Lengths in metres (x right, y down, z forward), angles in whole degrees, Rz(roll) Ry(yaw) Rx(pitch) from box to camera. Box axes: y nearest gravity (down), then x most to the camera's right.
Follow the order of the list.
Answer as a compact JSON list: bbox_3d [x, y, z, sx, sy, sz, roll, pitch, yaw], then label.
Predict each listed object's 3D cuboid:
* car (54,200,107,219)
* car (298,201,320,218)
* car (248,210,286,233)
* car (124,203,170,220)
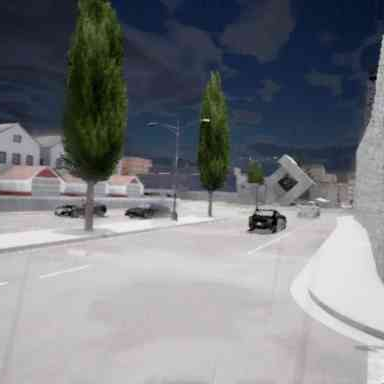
[{"bbox_3d":[-9.362,1.443,28.293,2.128,1.511,4.902,2,0,27],"label":"car"},{"bbox_3d":[15.536,2.278,43.994,2.150,2.045,5.566,2,0,28],"label":"car"},{"bbox_3d":[5.584,2.034,24.326,1.882,1.535,5.008,2,0,27],"label":"car"},{"bbox_3d":[-4.023,1.733,31.090,2.033,1.411,5.357,2,0,27],"label":"car"}]
